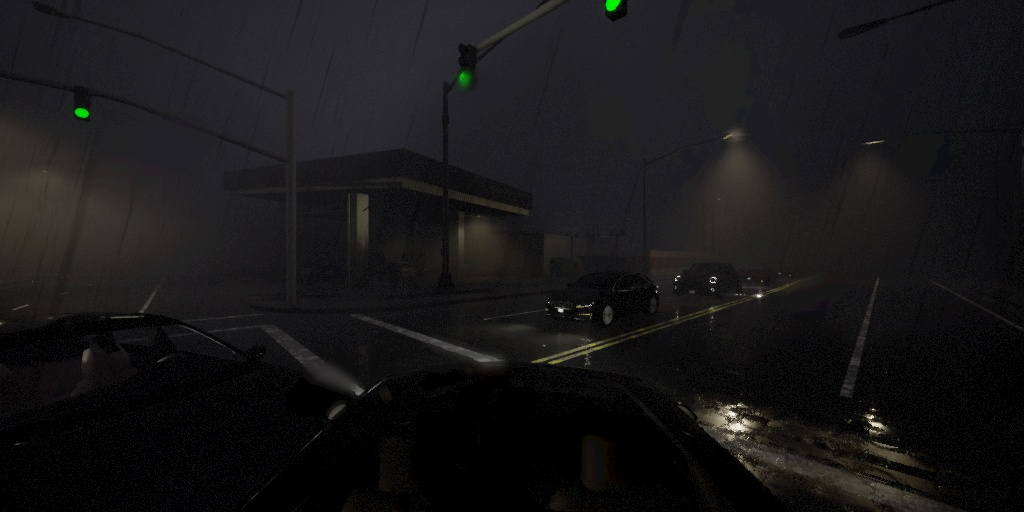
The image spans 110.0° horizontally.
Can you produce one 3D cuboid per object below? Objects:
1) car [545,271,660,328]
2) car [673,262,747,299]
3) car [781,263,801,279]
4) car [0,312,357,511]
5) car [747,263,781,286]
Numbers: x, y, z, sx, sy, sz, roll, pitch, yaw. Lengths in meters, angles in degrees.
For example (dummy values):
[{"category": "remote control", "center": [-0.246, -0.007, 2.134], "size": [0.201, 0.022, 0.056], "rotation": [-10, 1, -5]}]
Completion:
[{"category": "car", "center": [3.083, 1.255, 11.615], "size": [4.892, 1.490, 1.837], "rotation": [0, 0, -44]}, {"category": "car", "center": [10.041, 1.102, 18.340], "size": [4.553, 1.767, 2.097], "rotation": [0, 0, -44]}, {"category": "car", "center": [24.343, 1.314, 32.057], "size": [4.181, 1.385, 1.994], "rotation": [0, 0, -44]}, {"category": "car", "center": [-3.375, 1.242, 2.708], "size": [4.902, 1.511, 2.128], "rotation": [0, 0, 16]}, {"category": "car", "center": [17.087, 1.314, 25.129], "size": [4.181, 1.385, 1.994], "rotation": [0, 0, -45]}]
